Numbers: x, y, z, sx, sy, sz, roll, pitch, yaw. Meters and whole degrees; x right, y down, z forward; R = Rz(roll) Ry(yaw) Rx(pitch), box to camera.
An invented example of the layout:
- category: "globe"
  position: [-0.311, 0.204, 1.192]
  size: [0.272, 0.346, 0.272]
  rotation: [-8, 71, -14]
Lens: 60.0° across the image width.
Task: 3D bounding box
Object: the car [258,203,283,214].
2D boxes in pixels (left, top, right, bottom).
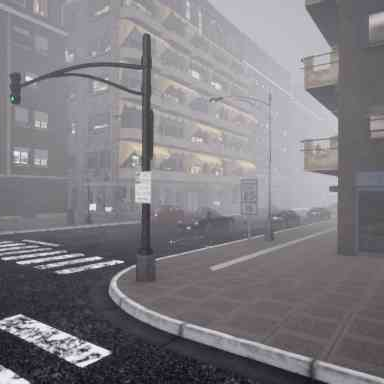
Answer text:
- category: "car"
  position: [10.541, 2.327, 46.201]
  size: [1.887, 1.381, 4.507]
  rotation: [-1, -1, 35]

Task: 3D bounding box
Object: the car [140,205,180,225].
- category: "car"
  position: [-2.409, 1.821, 27.563]
  size: [1.967, 1.590, 4.097]
  rotation: [-1, -1, 35]

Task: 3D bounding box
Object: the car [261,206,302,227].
- category: "car"
  position: [7.655, 2.095, 27.476]
  size: [1.947, 1.339, 4.313]
  rotation: [-1, -2, 35]

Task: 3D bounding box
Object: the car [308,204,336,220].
- category: "car"
  position: [14.131, 2.295, 36.796]
  size: [1.947, 1.339, 4.313]
  rotation: [-1, -2, 35]

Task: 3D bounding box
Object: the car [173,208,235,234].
- category: "car"
  position: [1.064, 1.976, 22.442]
  size: [1.895, 1.301, 4.718]
  rotation: [0, -1, 35]

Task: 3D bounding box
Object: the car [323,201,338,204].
- category: "car"
  position: [23.570, 2.597, 54.841]
  size: [1.812, 1.442, 4.674]
  rotation: [0, -1, 35]

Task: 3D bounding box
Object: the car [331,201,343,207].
- category: "car"
  position: [36.416, 3.022, 83.502]
  size: [1.967, 1.590, 4.097]
  rotation: [-1, -1, 35]

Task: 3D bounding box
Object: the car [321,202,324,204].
- category: "car"
  position: [29.934, 2.822, 74.187]
  size: [1.967, 1.590, 4.097]
  rotation: [-1, -1, 35]

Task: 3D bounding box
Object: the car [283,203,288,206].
- category: "car"
  position: [13.682, 2.404, 50.722]
  size: [1.752, 1.417, 4.829]
  rotation: [-1, -1, 35]

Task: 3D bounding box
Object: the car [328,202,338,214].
- category: "car"
  position: [20.704, 2.458, 46.257]
  size: [1.752, 1.417, 4.829]
  rotation: [-1, -2, 35]
